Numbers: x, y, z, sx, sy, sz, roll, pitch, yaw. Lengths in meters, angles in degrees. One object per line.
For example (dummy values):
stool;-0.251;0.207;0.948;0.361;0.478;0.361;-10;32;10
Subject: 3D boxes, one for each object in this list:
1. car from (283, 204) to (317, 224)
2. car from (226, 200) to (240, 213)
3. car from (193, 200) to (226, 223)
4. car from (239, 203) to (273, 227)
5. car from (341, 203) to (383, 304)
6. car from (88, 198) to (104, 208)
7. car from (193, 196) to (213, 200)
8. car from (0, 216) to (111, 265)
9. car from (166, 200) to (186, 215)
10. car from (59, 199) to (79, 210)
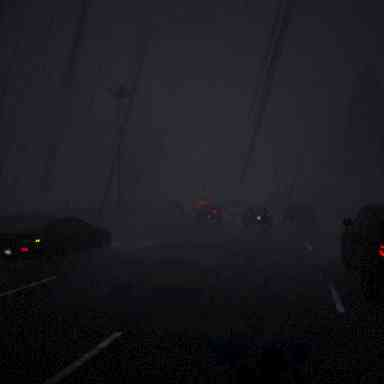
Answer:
car;8.425;1.666;26.235;2.128;1.511;4.902;0;0;6
car;4.870;1.731;40.972;2.128;1.511;4.902;0;0;-5
car;1.475;1.637;26.812;2.128;1.511;4.902;0;-1;6
car;4.727;1.713;24.363;1.994;1.385;4.181;0;0;6
car;5.091;1.285;8.074;2.150;2.045;5.566;0;0;17
car;-13.272;1.638;46.339;1.812;1.442;4.674;0;0;-11
car;1.426;1.448;41.062;2.150;2.045;5.566;0;0;-5
car;-4.712;1.571;11.925;1.812;1.442;4.674;0;0;16
car;-1.795;1.694;36.339;1.837;1.490;4.892;0;0;-1
car;-16.623;1.684;45.066;1.837;1.490;4.892;0;-1;-10
